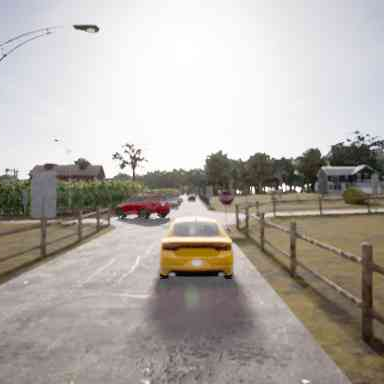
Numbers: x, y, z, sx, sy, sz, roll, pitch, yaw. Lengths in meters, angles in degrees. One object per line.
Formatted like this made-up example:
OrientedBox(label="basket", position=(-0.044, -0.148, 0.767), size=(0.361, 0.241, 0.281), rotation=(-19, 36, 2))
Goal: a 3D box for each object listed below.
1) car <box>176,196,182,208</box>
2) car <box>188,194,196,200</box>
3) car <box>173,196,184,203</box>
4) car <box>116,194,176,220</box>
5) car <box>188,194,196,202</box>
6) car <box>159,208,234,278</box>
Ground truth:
OrientedBox(label="car", position=(-2.825, 1.536, 44.724), size=(1.994, 1.385, 4.181), rotation=(0, 0, 1))
OrientedBox(label="car", position=(0.048, 1.229, 86.173), size=(1.882, 1.535, 5.008), rotation=(0, 0, 0))
OrientedBox(label="car", position=(-2.717, 1.542, 67.664), size=(1.895, 1.301, 4.718), rotation=(0, 0, 0))
OrientedBox(label="car", position=(-4.324, 1.272, 28.830), size=(5.566, 2.045, 2.150), rotation=(-4, -4, 43))
OrientedBox(label="car", position=(0.039, 1.423, 75.744), size=(1.837, 1.490, 4.892), rotation=(0, 0, 0))
OrientedBox(label="car", position=(0.103, 1.483, 10.149), size=(1.882, 1.535, 5.008), rotation=(0, 0, 0))
